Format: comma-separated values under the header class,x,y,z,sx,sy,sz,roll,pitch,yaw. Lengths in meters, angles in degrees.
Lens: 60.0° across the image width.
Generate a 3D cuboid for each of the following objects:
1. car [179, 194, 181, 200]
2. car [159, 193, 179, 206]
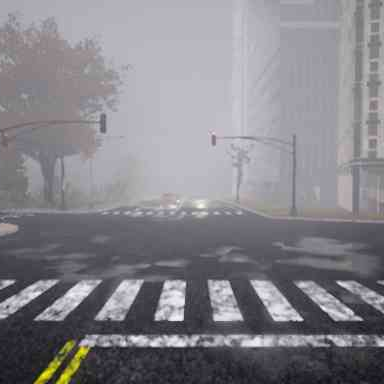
class,x,y,z,sx,sy,sz,roll,pitch,yaw
car,-3.253,0.925,66.747,2.033,1.411,5.357,0,1,0
car,-3.253,0.884,45.664,2.097,1.767,4.553,0,0,0
